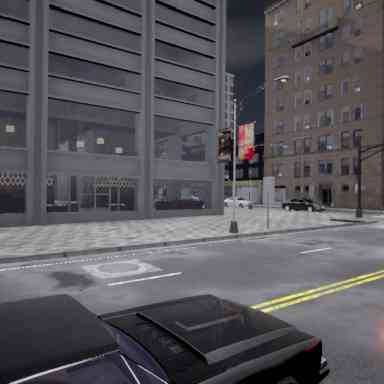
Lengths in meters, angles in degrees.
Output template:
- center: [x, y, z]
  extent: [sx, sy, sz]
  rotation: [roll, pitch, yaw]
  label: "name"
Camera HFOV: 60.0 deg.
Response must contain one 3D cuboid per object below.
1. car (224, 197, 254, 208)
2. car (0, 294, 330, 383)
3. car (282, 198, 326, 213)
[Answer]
- center: [6.037, 1.382, 43.907]
  extent: [1.812, 1.442, 4.674]
  rotation: [1, 0, -35]
  label: "car"
- center: [-0.987, 1.601, 2.679]
  extent: [4.718, 1.301, 1.895]
  rotation: [0, 0, -35]
  label: "car"
- center: [11.901, 1.403, 35.582]
  extent: [1.837, 1.490, 4.892]
  rotation: [1, 0, -35]
  label: "car"
